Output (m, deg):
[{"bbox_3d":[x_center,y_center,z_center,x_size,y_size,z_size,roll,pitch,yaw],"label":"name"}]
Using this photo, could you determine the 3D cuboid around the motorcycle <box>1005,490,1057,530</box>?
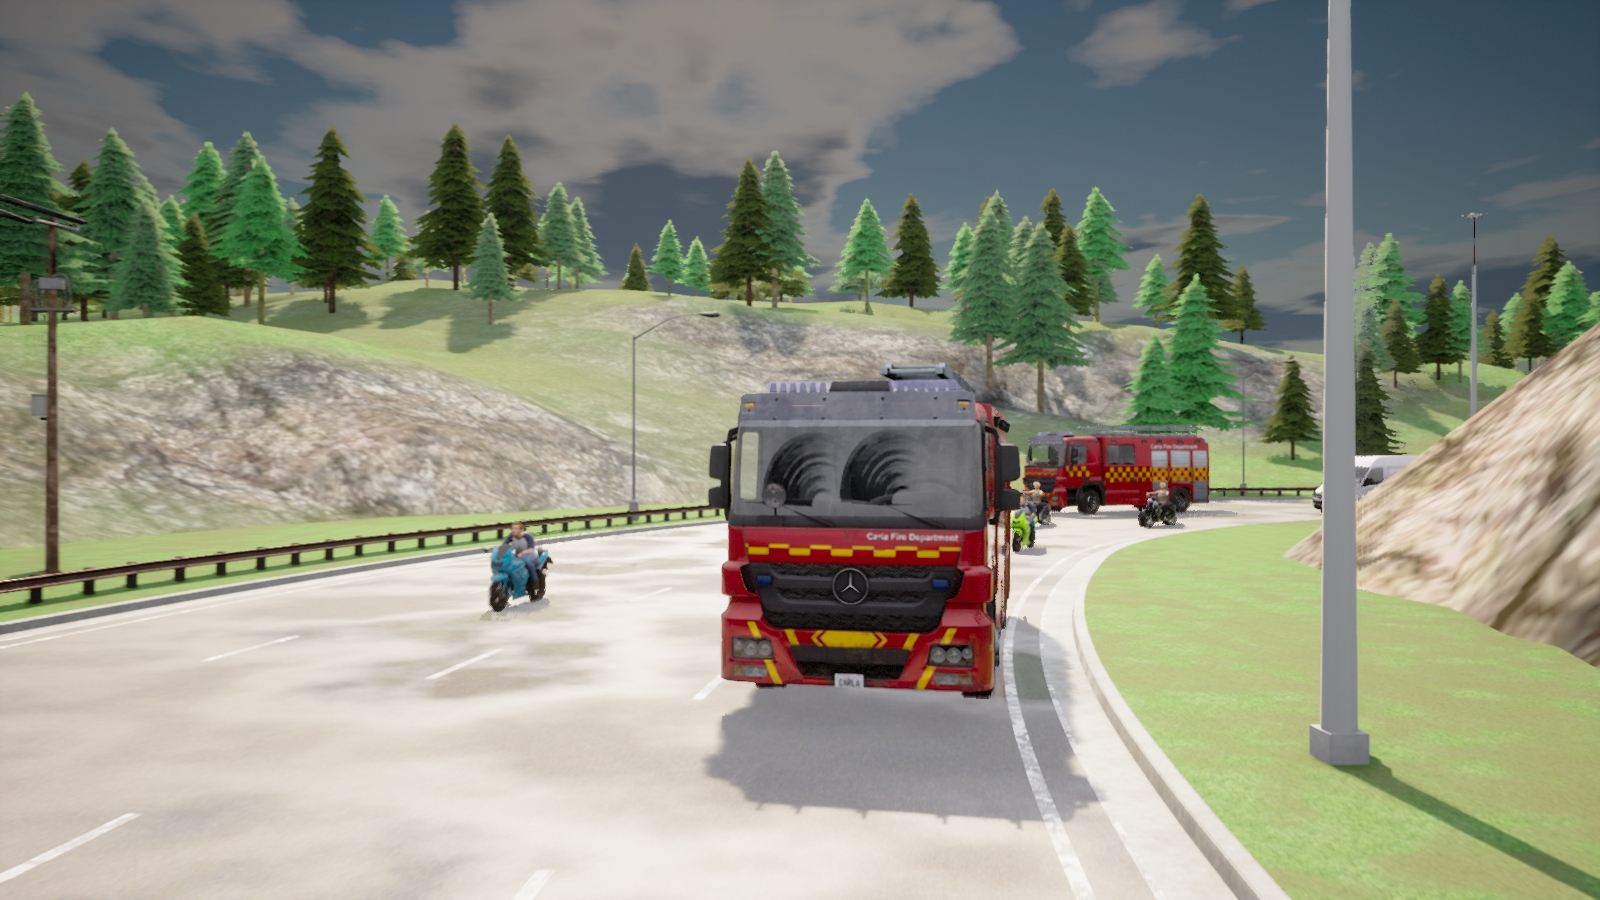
[{"bbox_3d":[8.380,2.140,41.307,0.764,1.307,2.356,0,0,41],"label":"motorcycle"}]

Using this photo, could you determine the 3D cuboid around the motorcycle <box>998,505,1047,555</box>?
[{"bbox_3d":[6.140,2.175,31.507,0.803,1.199,2.033,1,1,26],"label":"motorcycle"}]

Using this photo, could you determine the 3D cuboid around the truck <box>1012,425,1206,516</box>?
[{"bbox_3d":[13.850,0.874,51.000,8.468,3.827,2.891,0,0,-25],"label":"truck"}]

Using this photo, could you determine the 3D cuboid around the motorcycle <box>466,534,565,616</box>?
[{"bbox_3d":[-5.000,2.175,20.237,0.803,1.199,2.033,2,0,14],"label":"motorcycle"}]

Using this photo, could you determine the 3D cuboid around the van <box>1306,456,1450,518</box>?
[{"bbox_3d":[24.794,1.522,49.013,5.915,2.561,1.988,0,0,-19],"label":"van"}]

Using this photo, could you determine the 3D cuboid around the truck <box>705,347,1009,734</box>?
[{"bbox_3d":[1.301,0.883,15.733,2.891,3.827,8.468,0,0,12],"label":"truck"}]

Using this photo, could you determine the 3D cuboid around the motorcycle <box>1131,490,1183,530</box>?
[{"bbox_3d":[12.873,2.142,41.162,2.356,1.307,0.764,0,1,-44],"label":"motorcycle"}]
